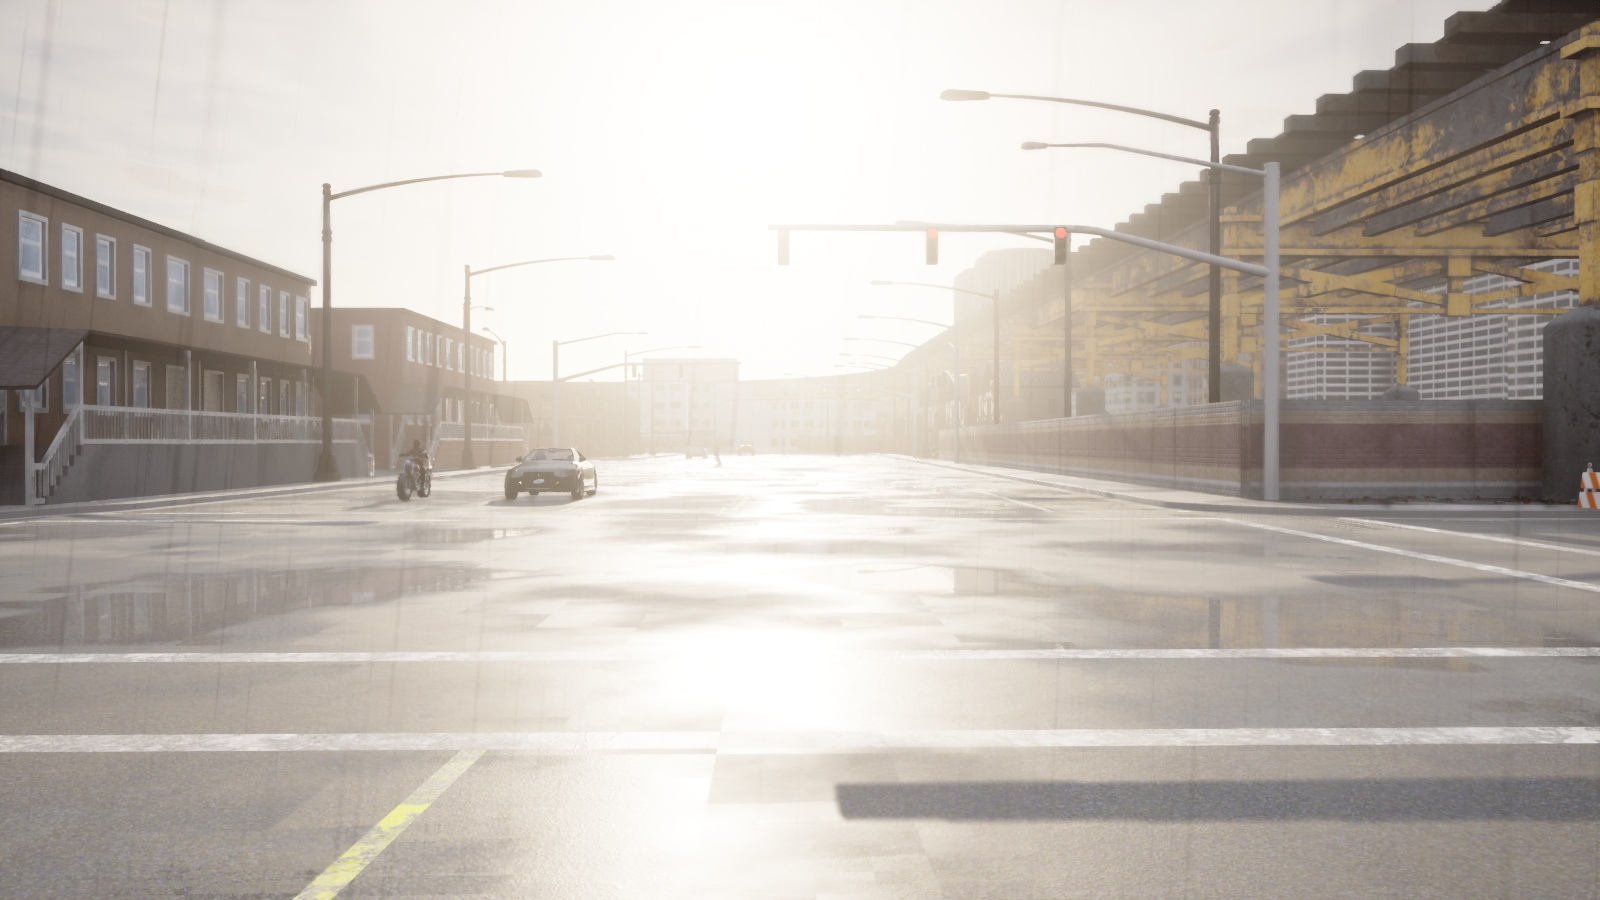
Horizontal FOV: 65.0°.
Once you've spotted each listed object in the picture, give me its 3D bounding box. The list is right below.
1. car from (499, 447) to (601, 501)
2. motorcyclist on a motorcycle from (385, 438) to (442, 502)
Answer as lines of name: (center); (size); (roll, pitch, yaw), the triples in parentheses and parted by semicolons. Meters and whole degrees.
car: (-6.793, 0.610, 34.588); (1.994, 1.385, 4.181); (0, 0, 0)
motorcyclist on a motorcycle: (-10.294, 0.499, 33.524); (0.766, 1.649, 2.350); (0, 0, 0)
